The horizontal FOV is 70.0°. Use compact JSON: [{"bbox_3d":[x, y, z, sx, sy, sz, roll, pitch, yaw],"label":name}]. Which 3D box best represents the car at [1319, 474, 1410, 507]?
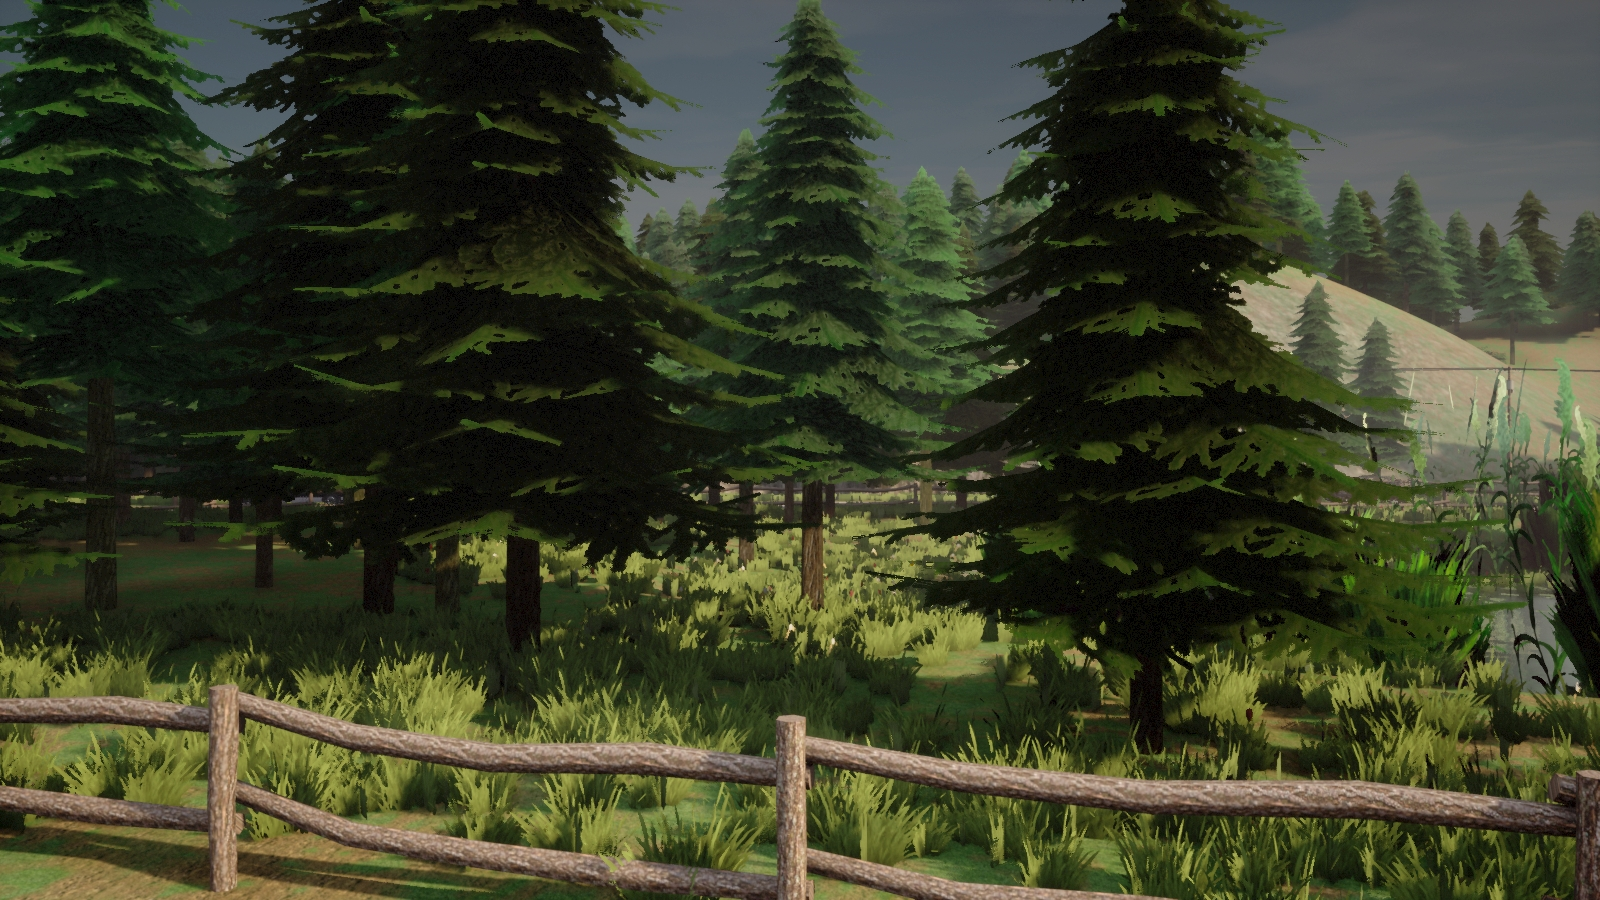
[{"bbox_3d":[28.489,2.026,57.754,3.705,1.549,1.789,0,0,7],"label":"car"}]
